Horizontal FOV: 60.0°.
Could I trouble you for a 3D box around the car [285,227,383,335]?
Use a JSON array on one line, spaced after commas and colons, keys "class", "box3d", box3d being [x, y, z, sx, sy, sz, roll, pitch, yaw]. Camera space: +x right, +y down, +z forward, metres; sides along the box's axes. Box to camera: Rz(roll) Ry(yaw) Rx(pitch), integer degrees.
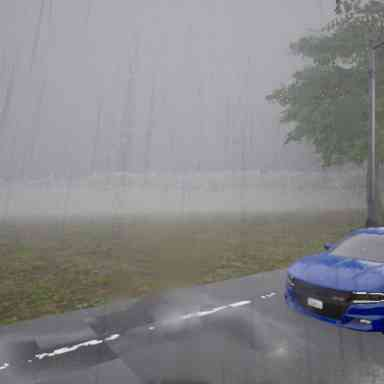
[{"class": "car", "box3d": [3.972, 1.479, 6.680, 5.008, 1.535, 1.882, 0, 0, -35]}]
